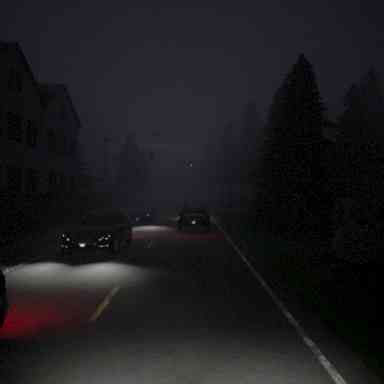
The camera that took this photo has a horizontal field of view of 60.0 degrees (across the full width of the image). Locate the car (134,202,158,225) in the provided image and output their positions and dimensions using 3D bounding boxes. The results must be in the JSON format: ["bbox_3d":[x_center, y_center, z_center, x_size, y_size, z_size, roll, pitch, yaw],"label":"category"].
[{"bbox_3d":[-3.545,1.499,24.044,1.812,1.442,4.674,0,0,0],"label":"car"}]

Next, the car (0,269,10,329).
[{"bbox_3d":[-3.592,1.489,2.896,2.128,1.511,4.902,0,0,0],"label":"car"}]

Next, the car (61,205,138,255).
[{"bbox_3d":[-3.585,1.490,13.310,1.837,1.490,4.892,0,0,0],"label":"car"}]

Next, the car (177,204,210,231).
[{"bbox_3d":[0.102,1.468,20.634,2.128,1.511,4.902,0,0,0],"label":"car"}]
